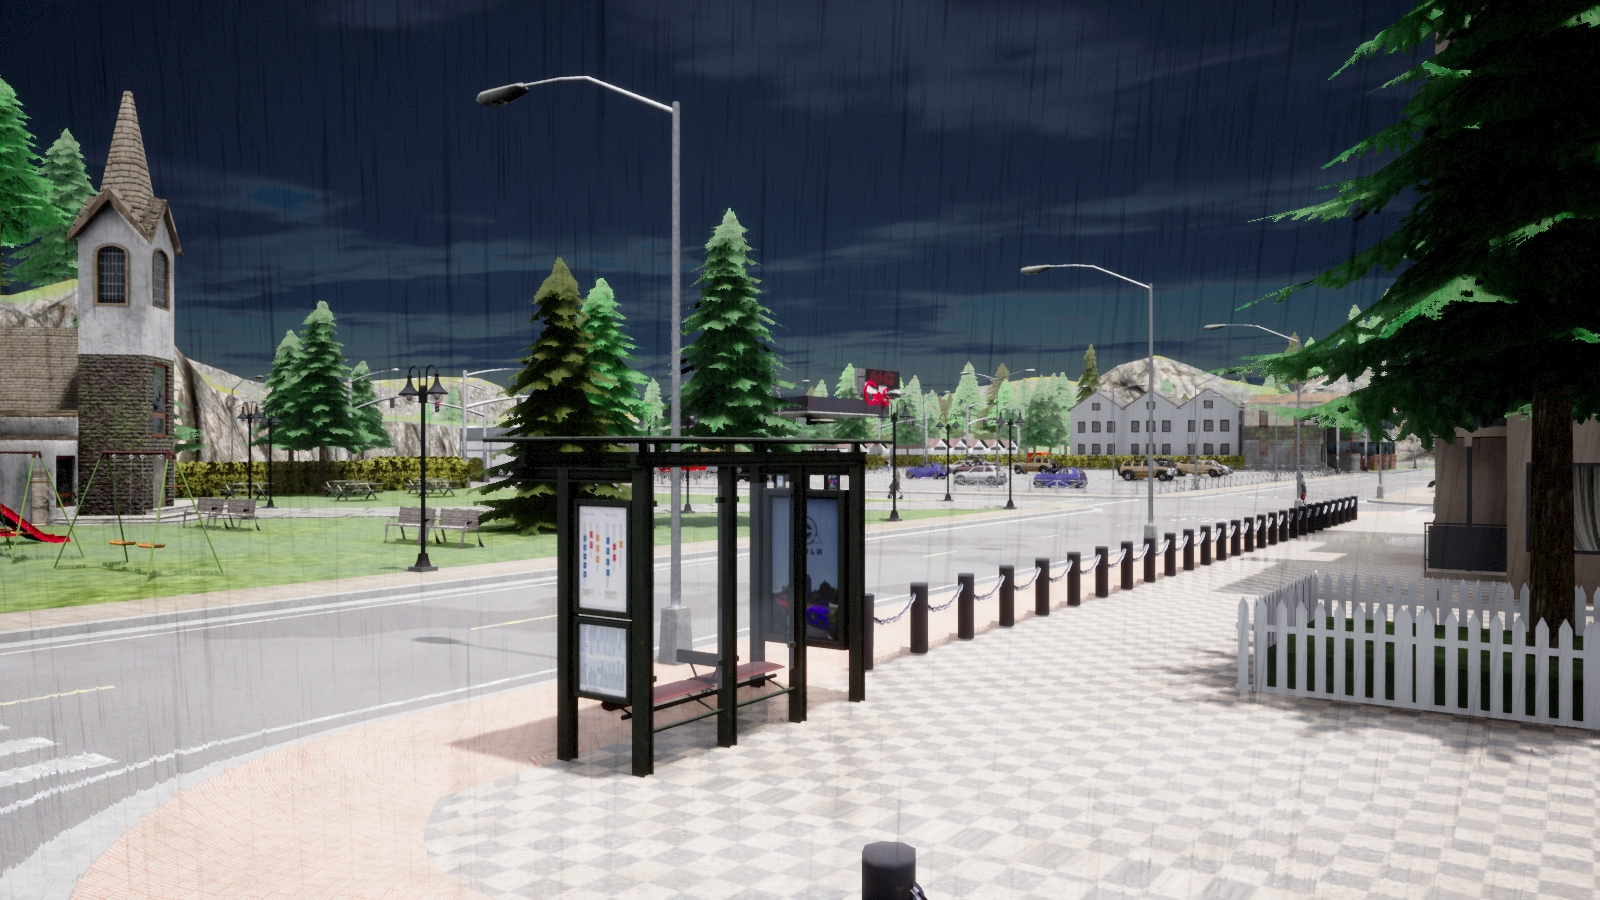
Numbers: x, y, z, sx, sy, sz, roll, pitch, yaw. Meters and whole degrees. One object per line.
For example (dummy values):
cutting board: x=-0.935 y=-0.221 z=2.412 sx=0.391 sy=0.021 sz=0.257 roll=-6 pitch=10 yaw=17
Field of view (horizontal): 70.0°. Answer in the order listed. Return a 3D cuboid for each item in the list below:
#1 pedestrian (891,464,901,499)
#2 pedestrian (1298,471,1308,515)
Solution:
pedestrian: x=5.110 y=1.673 z=60.698 sx=0.375 sy=1.860 sz=0.375 roll=0 pitch=0 yaw=39
pedestrian: x=21.526 y=1.822 z=48.864 sx=0.375 sy=1.860 sz=0.375 roll=0 pitch=0 yaw=20
